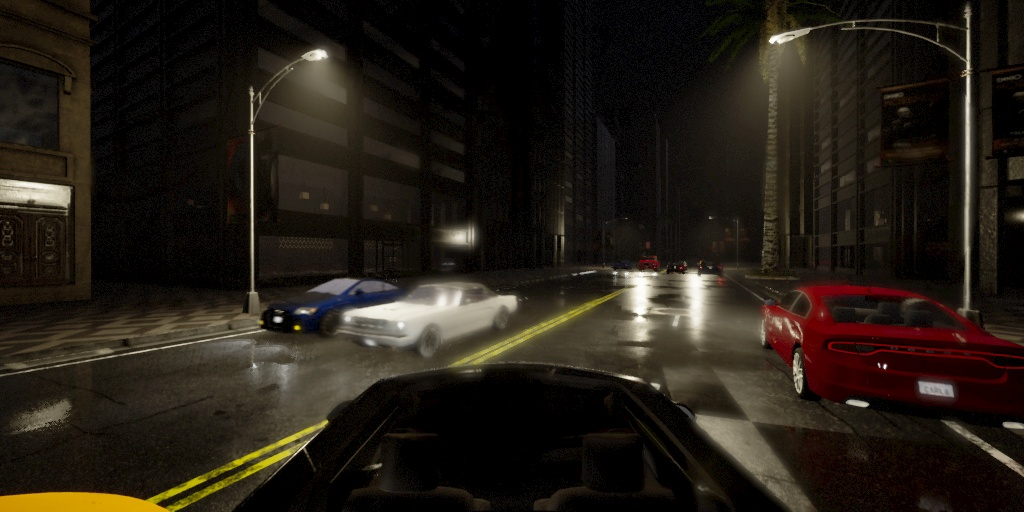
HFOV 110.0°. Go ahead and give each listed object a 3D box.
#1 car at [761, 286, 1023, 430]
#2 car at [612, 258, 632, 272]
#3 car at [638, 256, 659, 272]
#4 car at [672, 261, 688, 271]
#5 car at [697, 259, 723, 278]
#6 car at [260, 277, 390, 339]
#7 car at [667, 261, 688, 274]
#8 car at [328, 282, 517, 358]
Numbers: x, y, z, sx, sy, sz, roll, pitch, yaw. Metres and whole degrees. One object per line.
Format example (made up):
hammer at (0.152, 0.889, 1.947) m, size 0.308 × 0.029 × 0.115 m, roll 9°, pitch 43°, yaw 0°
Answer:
car at (5.517, 1.228, 5.902) m, size 1.882 × 1.535 × 5.008 m, roll 0°, pitch 0°, yaw 27°
car at (14.865, 1.297, 48.029) m, size 1.812 × 1.442 × 4.674 m, roll 0°, pitch 0°, yaw 27°
car at (17.939, 0.994, 46.902) m, size 2.150 × 2.045 × 5.566 m, roll 0°, pitch 0°, yaw 27°
car at (23.563, 1.379, 50.290) m, size 1.895 × 1.301 × 4.718 m, roll 0°, pitch 0°, yaw 27°
car at (19.308, 1.117, 34.971) m, size 2.097 × 1.767 × 4.553 m, roll 0°, pitch 0°, yaw 27°
car at (-4.614, 1.314, 10.229) m, size 1.994 × 1.385 × 4.181 m, roll 0°, pitch 0°, yaw 27°
car at (18.671, 1.316, 40.794) m, size 2.033 × 1.411 × 5.357 m, roll 0°, pitch 0°, yaw 27°
car at (-1.691, 1.350, 8.807) m, size 1.895 × 1.301 × 4.718 m, roll 0°, pitch 0°, yaw 27°
